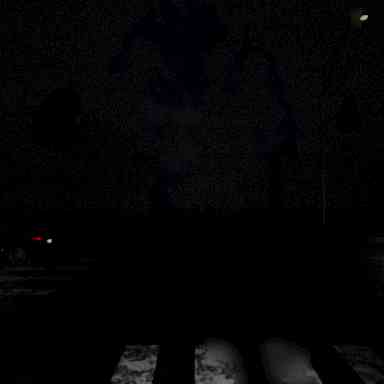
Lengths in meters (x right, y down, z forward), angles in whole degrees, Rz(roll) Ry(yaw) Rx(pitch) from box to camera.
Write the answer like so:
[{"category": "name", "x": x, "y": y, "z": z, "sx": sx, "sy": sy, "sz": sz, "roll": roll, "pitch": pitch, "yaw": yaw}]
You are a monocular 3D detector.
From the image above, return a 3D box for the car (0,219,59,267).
[{"category": "car", "x": -6.697, "y": 1.616, "z": 11.014, "sx": 4.181, "sy": 1.385, "sz": 1.994, "roll": -1, "pitch": 0, "yaw": 1}]
